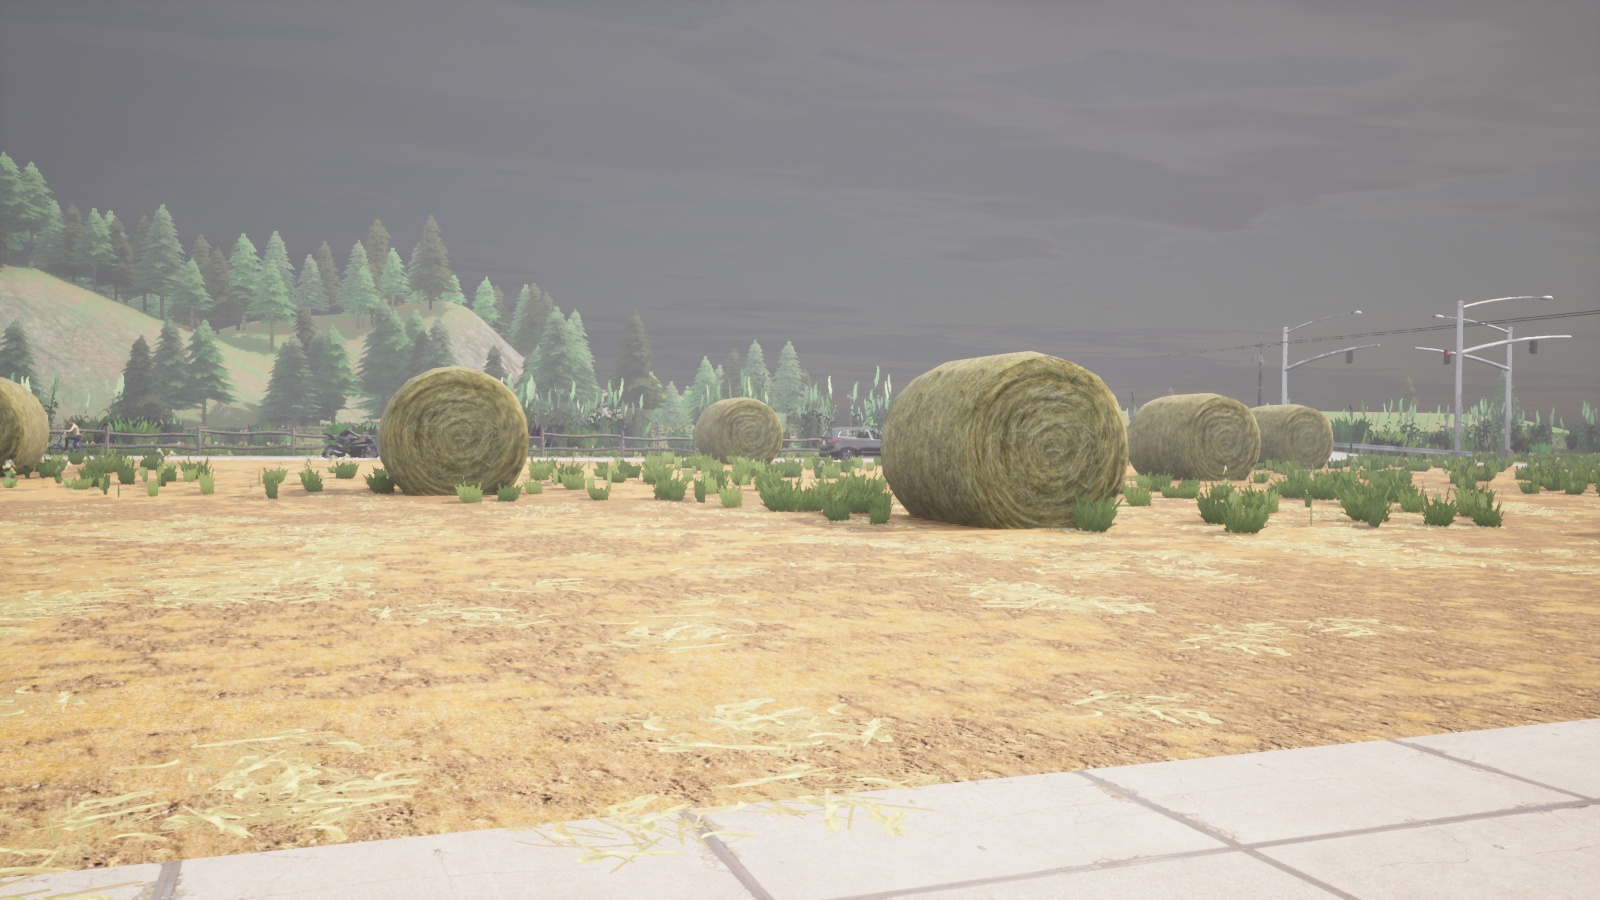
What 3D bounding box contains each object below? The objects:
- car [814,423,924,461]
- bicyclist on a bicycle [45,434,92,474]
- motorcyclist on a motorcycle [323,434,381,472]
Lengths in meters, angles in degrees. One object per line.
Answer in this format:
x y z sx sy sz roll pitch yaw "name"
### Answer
3.201 -0.400 58.616 4.611 1.667 2.242 -1 1 -17 "car"
-30.340 0.155 52.111 1.509 1.612 0.866 -1 1 -16 "bicyclist on a bicycle"
-18.539 0.131 52.036 2.191 1.530 0.866 -1 1 -17 "motorcyclist on a motorcycle"
